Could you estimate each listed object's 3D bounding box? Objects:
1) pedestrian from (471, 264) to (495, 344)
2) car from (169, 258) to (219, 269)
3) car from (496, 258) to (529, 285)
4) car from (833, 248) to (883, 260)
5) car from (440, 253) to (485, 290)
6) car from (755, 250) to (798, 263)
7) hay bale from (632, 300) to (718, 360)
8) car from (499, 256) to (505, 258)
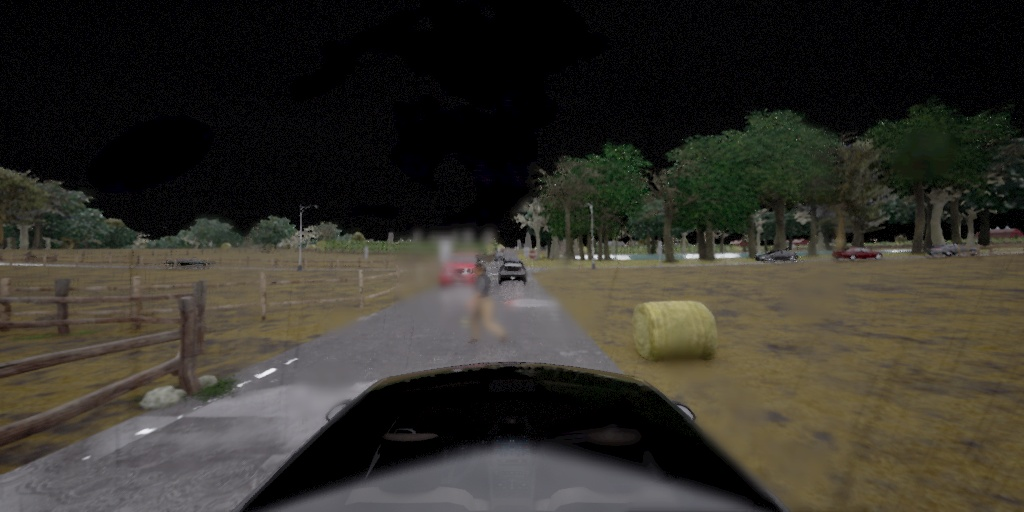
[{"bbox_3d":[-0.630,1.002,7.824,0.375,1.860,0.375,1,-1,-5],"label":"pedestrian"},{"bbox_3d":[-38.477,0.897,43.463,4.718,1.301,1.895,1,-1,0],"label":"car"},{"bbox_3d":[0.071,1.088,24.435,1.837,1.490,4.892,0,1,0],"label":"car"},{"bbox_3d":[42.176,-0.294,43.721,5.008,1.535,1.882,-2,-1,0],"label":"car"},{"bbox_3d":[-2.828,0.825,21.684,2.150,2.045,5.566,0,1,0],"label":"car"},{"bbox_3d":[34.271,0.065,46.565,4.892,1.490,1.837,-2,-1,0],"label":"car"},{"bbox_3d":[3.127,1.369,7.000,1.220,1.180,1.240,0,0,0],"label":"hay bale"},{"bbox_3d":[0.248,0.983,35.234,2.128,1.511,4.902,0,1,6],"label":"car"}]
